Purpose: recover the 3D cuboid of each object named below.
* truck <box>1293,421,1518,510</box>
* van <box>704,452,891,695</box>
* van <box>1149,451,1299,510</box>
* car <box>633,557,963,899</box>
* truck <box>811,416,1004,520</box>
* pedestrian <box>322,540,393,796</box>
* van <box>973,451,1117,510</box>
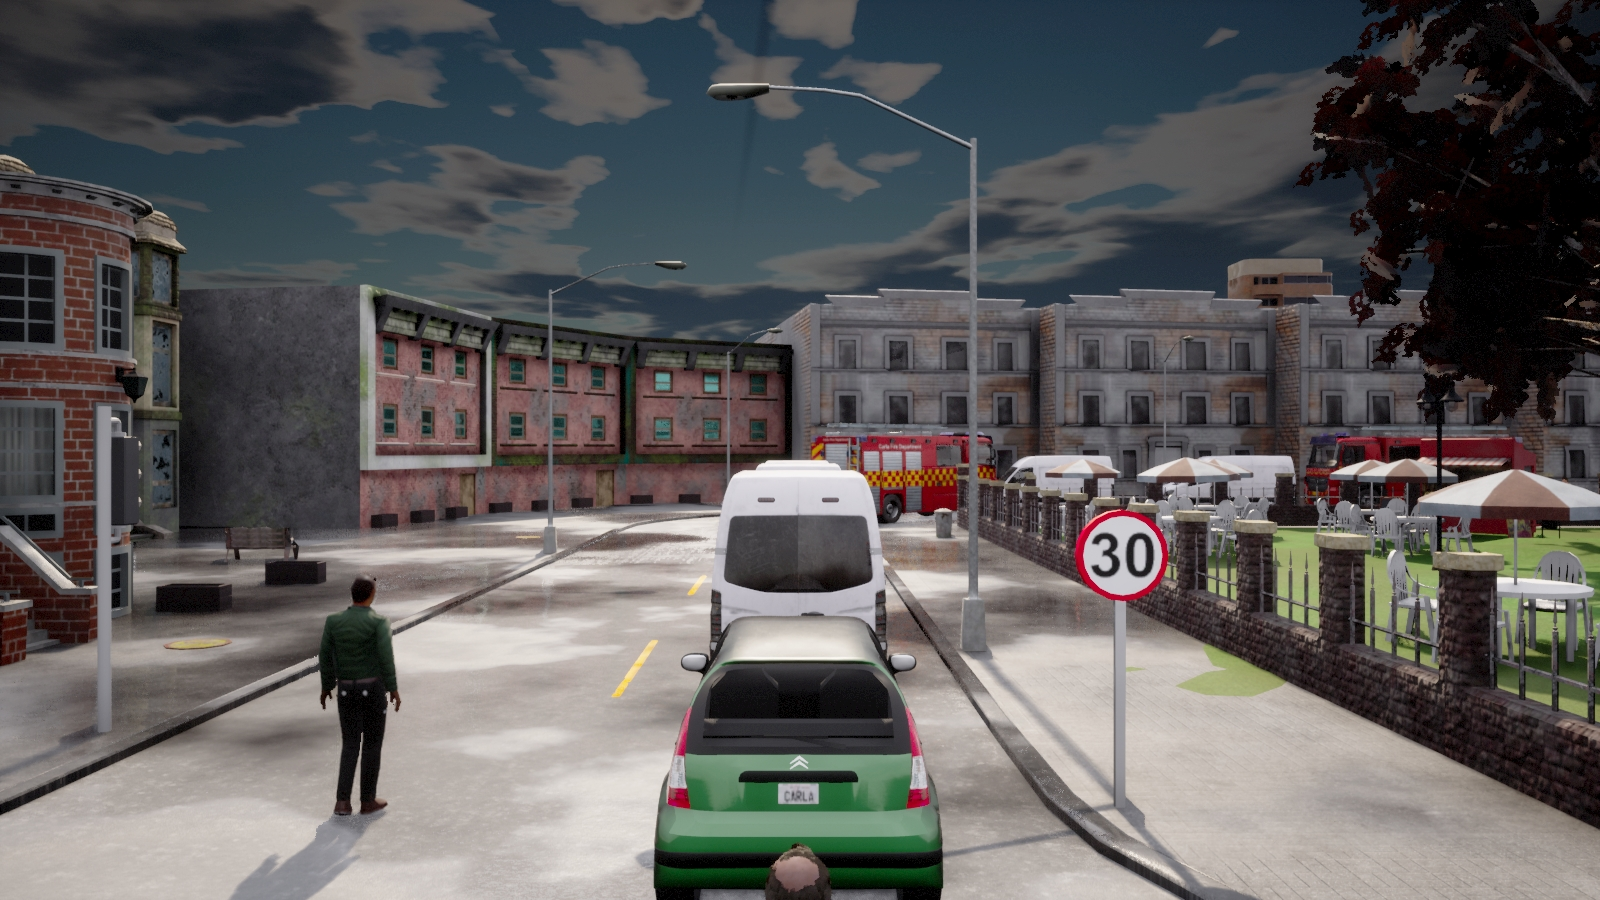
[{"bbox_3d":[26.739,0.670,50.713,8.468,3.827,2.891,0,0,0],"label":"truck"},{"bbox_3d":[-0.025,1.315,15.105,1.988,2.561,5.915,0,0,0],"label":"van"},{"bbox_3d":[18.656,1.314,50.452,5.915,2.561,1.988,0,0,0],"label":"van"},{"bbox_3d":[-0.015,1.779,8.404,1.851,1.617,3.988,0,0,0],"label":"car"},{"bbox_3d":[4.502,0.672,46.247,8.468,3.827,2.891,0,0,-43],"label":"truck"},{"bbox_3d":[-3.343,1.628,8.646,0.375,1.860,0.375,0,0,4],"label":"pedestrian"},{"bbox_3d":[10.768,1.314,50.430,5.915,2.561,1.988,0,0,0],"label":"van"}]
